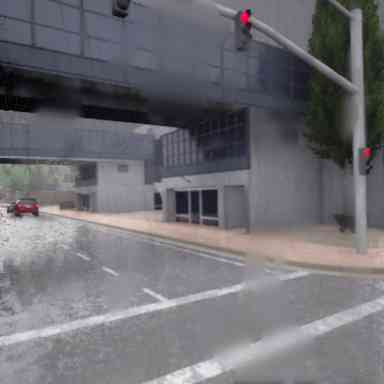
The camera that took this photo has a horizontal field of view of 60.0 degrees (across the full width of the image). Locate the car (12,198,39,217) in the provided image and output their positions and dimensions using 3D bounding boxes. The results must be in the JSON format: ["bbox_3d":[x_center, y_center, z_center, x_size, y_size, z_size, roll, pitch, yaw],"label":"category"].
[{"bbox_3d":[-19.175,1.748,38.565,2.150,2.045,5.566,-1,0,-31],"label":"car"}]

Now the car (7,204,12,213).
[{"bbox_3d":[-25.001,2.247,47.366,1.994,1.385,4.181,-1,0,-33],"label":"car"}]
